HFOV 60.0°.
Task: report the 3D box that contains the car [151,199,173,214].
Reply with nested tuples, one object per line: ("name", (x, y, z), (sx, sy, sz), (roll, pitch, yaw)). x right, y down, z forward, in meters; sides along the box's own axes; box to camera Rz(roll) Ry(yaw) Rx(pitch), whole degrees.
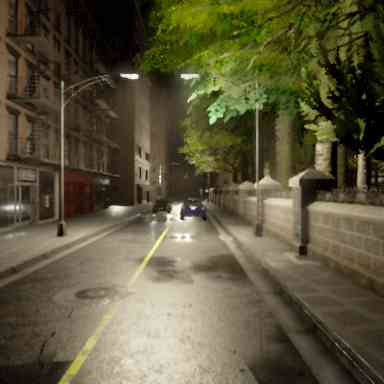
("car", (-3.103, 1.499, 35.032), (1.837, 1.490, 4.892), (0, 0, 0))

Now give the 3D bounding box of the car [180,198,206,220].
("car", (0.092, 1.346, 28.353), (2.097, 1.767, 4.553), (0, 0, 0))

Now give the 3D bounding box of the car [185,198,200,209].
("car", (0.086, 1.555, 46.097), (1.994, 1.385, 4.181), (0, 0, 0))
